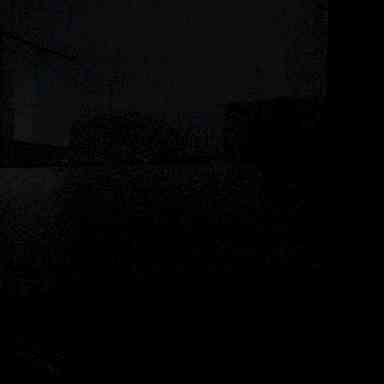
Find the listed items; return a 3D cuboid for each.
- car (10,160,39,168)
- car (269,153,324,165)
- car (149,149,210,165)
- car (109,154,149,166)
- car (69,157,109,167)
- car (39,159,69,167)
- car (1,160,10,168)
[{"bbox_3d":[-20.904,-3.445,43.408,4.792,1.488,2.163,1,1,29],"label":"car"},{"bbox_3d":[9.152,-2.685,29.306,4.674,1.452,2.002,2,1,22],"label":"car"},{"bbox_3d":[-1.030,-3.303,33.555,5.566,2.045,2.435,1,1,25],"label":"car"},{"bbox_3d":[-6.130,-3.310,35.895,4.553,1.767,2.185,1,1,26],"label":"car"},{"bbox_3d":[-11.210,-3.295,38.339,4.892,1.521,2.231,1,1,27],"label":"car"},{"bbox_3d":[-16.041,-3.345,40.799,4.674,1.452,2.002,1,1,28],"label":"car"},{"bbox_3d":[-25.897,-3.693,46.210,4.553,1.767,2.185,1,1,31],"label":"car"}]
